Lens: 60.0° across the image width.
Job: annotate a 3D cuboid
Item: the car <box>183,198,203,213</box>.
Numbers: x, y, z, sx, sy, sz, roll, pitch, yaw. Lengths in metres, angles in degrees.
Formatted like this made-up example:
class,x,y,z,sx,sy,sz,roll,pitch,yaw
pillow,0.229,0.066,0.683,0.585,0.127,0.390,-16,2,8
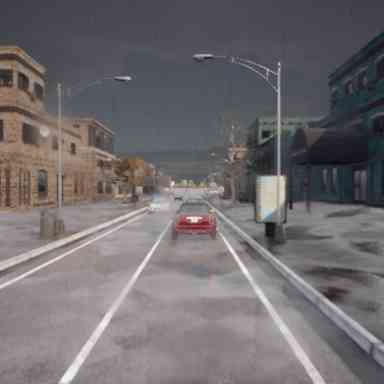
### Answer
class,x,y,z,sx,sy,sz,roll,pitch,yaw
car,0.108,1.381,35.327,2.033,1.411,5.357,0,0,0

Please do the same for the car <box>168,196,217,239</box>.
class,x,y,z,sx,sy,sz,roll,pitch,yaw
car,0.103,1.299,17.089,2.097,1.767,4.553,0,0,0

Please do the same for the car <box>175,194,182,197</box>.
class,x,y,z,sx,sy,sz,roll,pitch,yaw
car,-2.985,1.221,72.831,1.882,1.535,5.008,0,0,0

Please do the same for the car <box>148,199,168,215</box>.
class,x,y,z,sx,sy,sz,roll,pitch,yaw
car,-3.088,1.379,32.252,1.812,1.442,4.674,0,0,0
